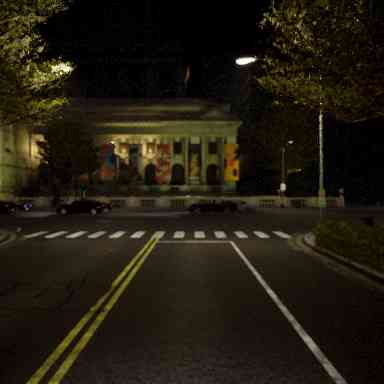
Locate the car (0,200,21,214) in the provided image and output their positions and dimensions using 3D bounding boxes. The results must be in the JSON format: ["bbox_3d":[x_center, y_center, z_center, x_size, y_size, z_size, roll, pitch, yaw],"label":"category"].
[{"bbox_3d":[-19.835,1.450,32.356,4.892,1.490,1.837,0,0,0],"label":"car"}]

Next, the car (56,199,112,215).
[{"bbox_3d":[-10.651,1.450,32.300,4.892,1.490,1.837,0,0,0],"label":"car"}]

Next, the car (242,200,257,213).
[{"bbox_3d":[4.473,1.541,35.706,4.718,1.301,1.895,0,0,0],"label":"car"}]

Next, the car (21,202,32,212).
[{"bbox_3d":[-19.966,1.540,35.857,4.718,1.301,1.895,0,0,0],"label":"car"}]

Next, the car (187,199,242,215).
[{"bbox_3d":[2.005,1.438,32.225,4.902,1.511,2.128,0,0,0],"label":"car"}]

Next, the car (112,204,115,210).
[{"bbox_3d":[-10.804,1.540,35.800,4.718,1.301,1.895,0,0,0],"label":"car"}]
